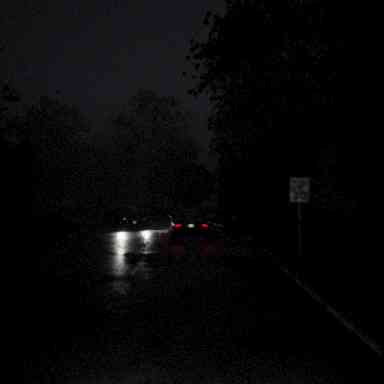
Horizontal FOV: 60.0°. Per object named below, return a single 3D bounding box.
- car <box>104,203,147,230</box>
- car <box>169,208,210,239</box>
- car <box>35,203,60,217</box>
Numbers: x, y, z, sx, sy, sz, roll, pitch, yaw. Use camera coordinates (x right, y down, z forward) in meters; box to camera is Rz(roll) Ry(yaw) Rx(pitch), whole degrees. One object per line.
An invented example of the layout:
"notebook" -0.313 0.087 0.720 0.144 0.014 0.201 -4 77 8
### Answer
"car" -4.390 1.515 21.566 1.837 1.490 4.892 3 -1 -26
"car" -0.202 1.562 17.433 2.033 1.411 5.357 0 0 -4
"car" -15.592 1.696 32.020 5.357 1.411 2.033 0 -1 -1
